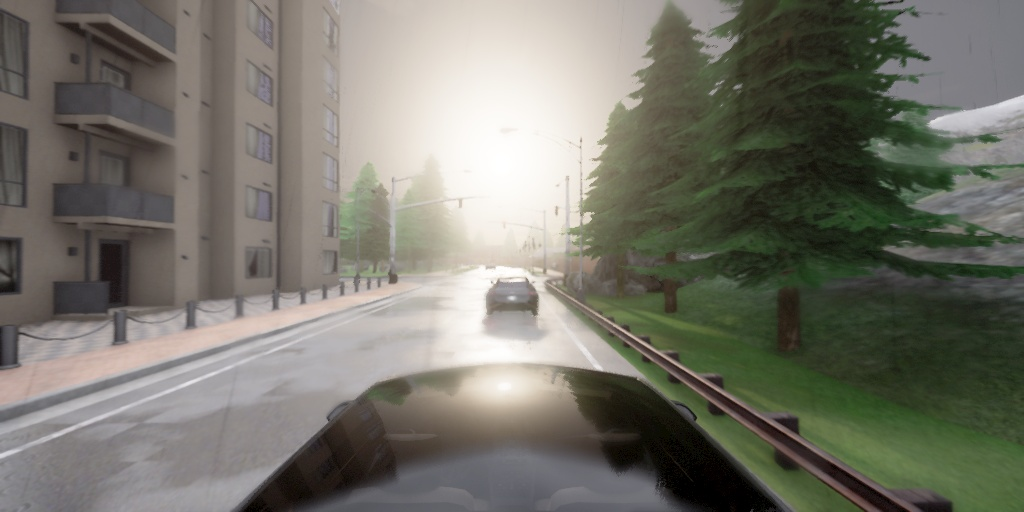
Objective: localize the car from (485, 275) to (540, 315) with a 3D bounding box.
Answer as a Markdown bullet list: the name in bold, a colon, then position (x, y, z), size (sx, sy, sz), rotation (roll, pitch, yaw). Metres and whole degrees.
- **car**: position (0.038, 1.442, 14.310), size (1.994, 1.385, 4.181), rotation (0, 0, 1)
